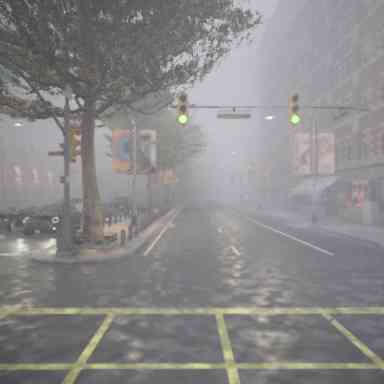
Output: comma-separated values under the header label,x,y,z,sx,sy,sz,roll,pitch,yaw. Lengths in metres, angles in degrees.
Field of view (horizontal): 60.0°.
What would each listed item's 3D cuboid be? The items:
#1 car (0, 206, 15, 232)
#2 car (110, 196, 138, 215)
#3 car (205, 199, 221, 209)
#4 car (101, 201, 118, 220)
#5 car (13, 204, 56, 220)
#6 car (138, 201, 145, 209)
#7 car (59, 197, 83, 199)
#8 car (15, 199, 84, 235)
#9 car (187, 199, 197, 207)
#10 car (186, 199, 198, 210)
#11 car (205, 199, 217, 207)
label,x,y,z,sx,sy,sz,roll,pitch,yaw
car,-11.577,1.658,21.432,2.128,1.511,4.902,0,0,0
car,-8.017,1.516,38.168,2.150,2.045,5.566,0,0,0
car,3.477,1.945,51.673,2.033,1.411,5.357,0,0,0
car,-8.036,1.746,28.549,1.812,1.442,4.674,0,0,1
car,-14.763,1.838,31.468,1.895,1.301,4.718,0,0,0
car,-8.021,1.934,47.980,1.994,1.385,4.181,0,0,0
car,-11.514,1.464,31.353,2.150,2.045,5.566,0,0,0
car,-8.088,1.504,19.666,2.097,1.767,4.553,0,0,0
car,-0.027,1.971,60.672,1.837,1.490,4.892,0,0,0
car,-0.023,1.942,51.210,2.033,1.411,5.357,0,0,0
car,3.473,2.030,60.674,1.994,1.385,4.181,0,0,0
